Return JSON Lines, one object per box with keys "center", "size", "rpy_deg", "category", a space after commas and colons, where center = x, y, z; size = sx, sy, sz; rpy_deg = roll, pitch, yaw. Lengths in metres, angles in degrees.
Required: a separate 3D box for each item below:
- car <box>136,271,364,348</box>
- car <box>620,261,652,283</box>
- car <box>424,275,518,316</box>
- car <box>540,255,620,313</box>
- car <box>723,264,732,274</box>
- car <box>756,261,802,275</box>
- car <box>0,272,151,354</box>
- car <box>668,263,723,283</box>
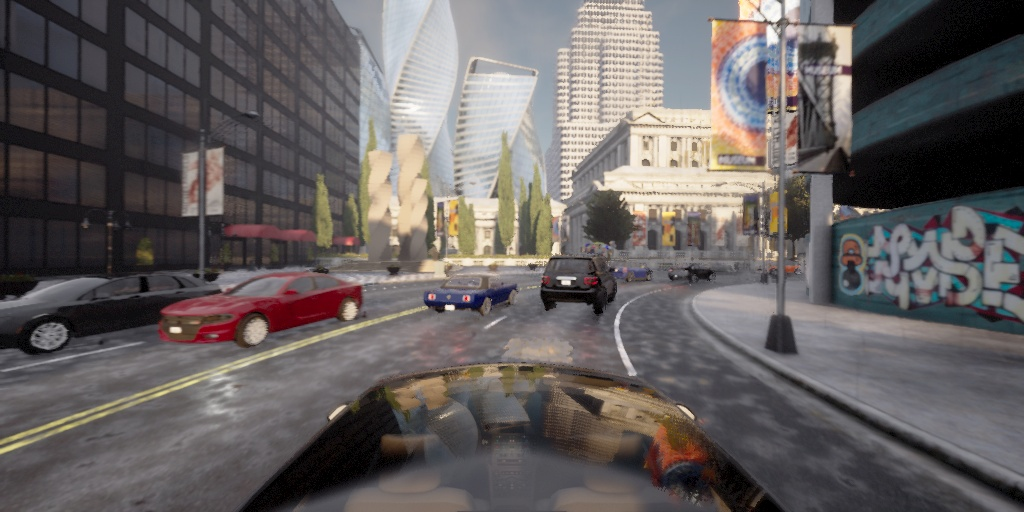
{"center": [-6.050, 1.181, 9.459], "size": [1.882, 1.535, 5.008], "rpy_deg": [0, 0, 13], "category": "car"}
{"center": [9.590, 1.176, 29.331], "size": [4.553, 1.767, 2.097], "rpy_deg": [0, 0, -43], "category": "car"}
{"center": [-1.254, 1.341, 13.358], "size": [1.895, 1.301, 4.718], "rpy_deg": [0, 0, 18], "category": "car"}
{"center": [2.828, 0.993, 14.464], "size": [2.150, 2.045, 5.566], "rpy_deg": [0, 0, 22], "category": "car"}
{"center": [25.195, 1.508, 44.774], "size": [4.181, 1.385, 1.994], "rpy_deg": [1, 0, -11], "category": "car"}
{"center": [31.296, 1.341, 42.184], "size": [4.553, 1.767, 2.097], "rpy_deg": [0, 0, -5], "category": "car"}
{"center": [-9.715, 1.180, 8.659], "size": [1.837, 1.490, 4.892], "rpy_deg": [0, 0, 11], "category": "car"}
{"center": [14.466, 1.352, 28.811], "size": [4.902, 1.511, 2.128], "rpy_deg": [0, 0, -37], "category": "car"}
